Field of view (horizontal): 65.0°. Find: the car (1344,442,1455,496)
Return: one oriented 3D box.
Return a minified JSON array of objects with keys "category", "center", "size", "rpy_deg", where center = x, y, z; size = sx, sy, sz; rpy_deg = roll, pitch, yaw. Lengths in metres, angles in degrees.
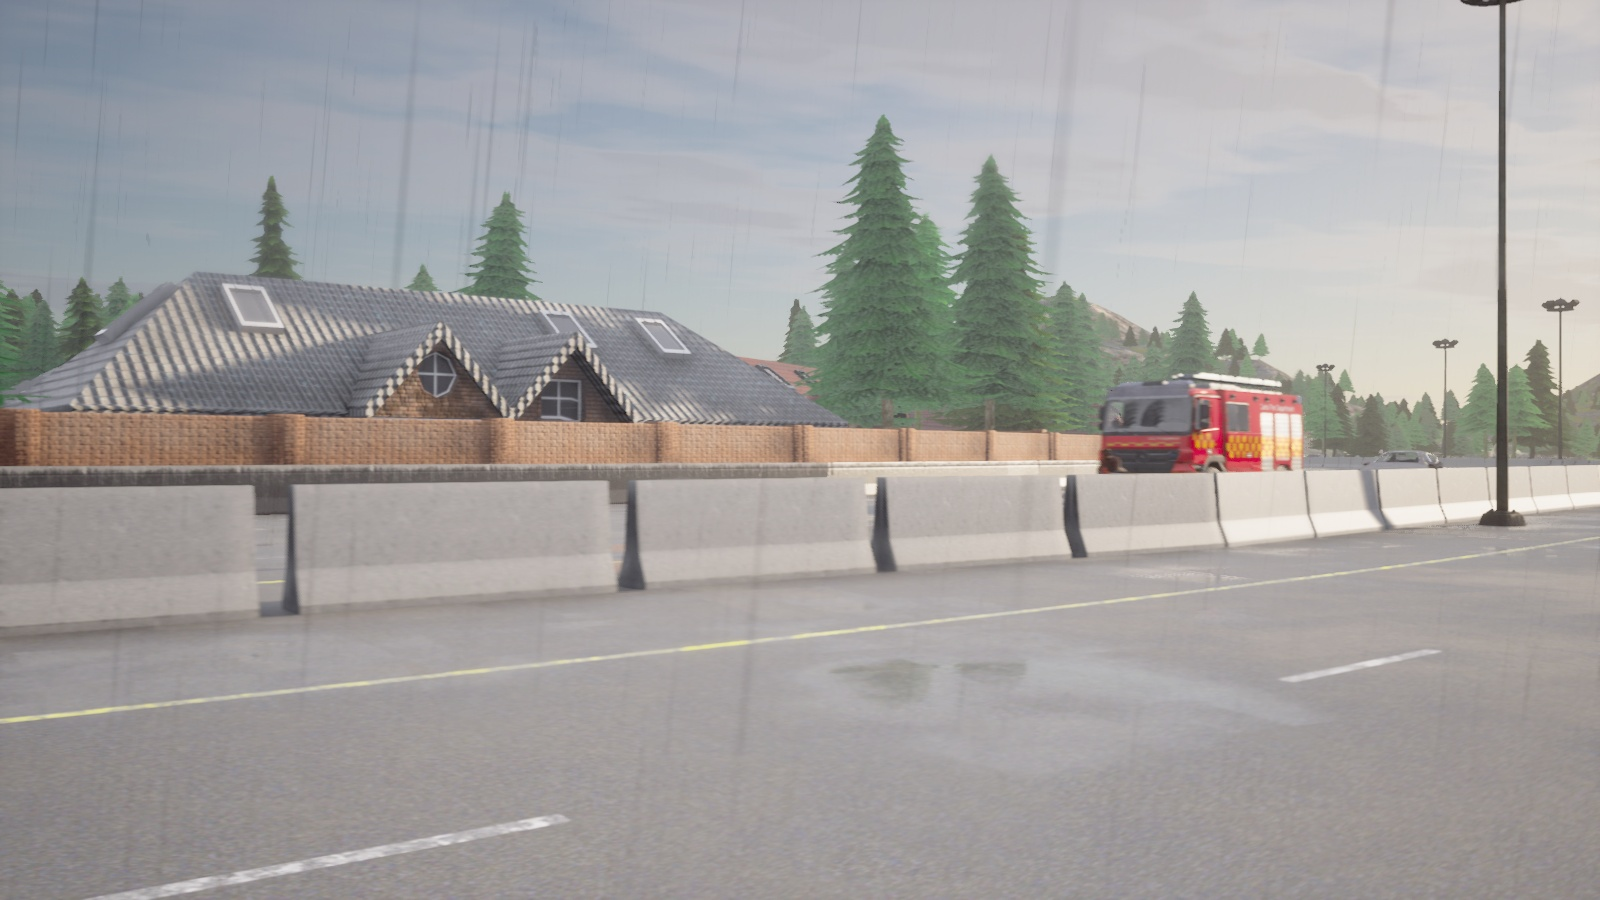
[{"category":"car","center":[19.808,0.590,41.374],"size":[2.152,1.651,5.027],"rpy_deg":[0,0,39]}]

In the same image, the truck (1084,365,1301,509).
[{"category":"truck","center":[11.947,-0.346,37.650],"size":[2.891,3.827,8.468],"rpy_deg":[0,0,42]}]
